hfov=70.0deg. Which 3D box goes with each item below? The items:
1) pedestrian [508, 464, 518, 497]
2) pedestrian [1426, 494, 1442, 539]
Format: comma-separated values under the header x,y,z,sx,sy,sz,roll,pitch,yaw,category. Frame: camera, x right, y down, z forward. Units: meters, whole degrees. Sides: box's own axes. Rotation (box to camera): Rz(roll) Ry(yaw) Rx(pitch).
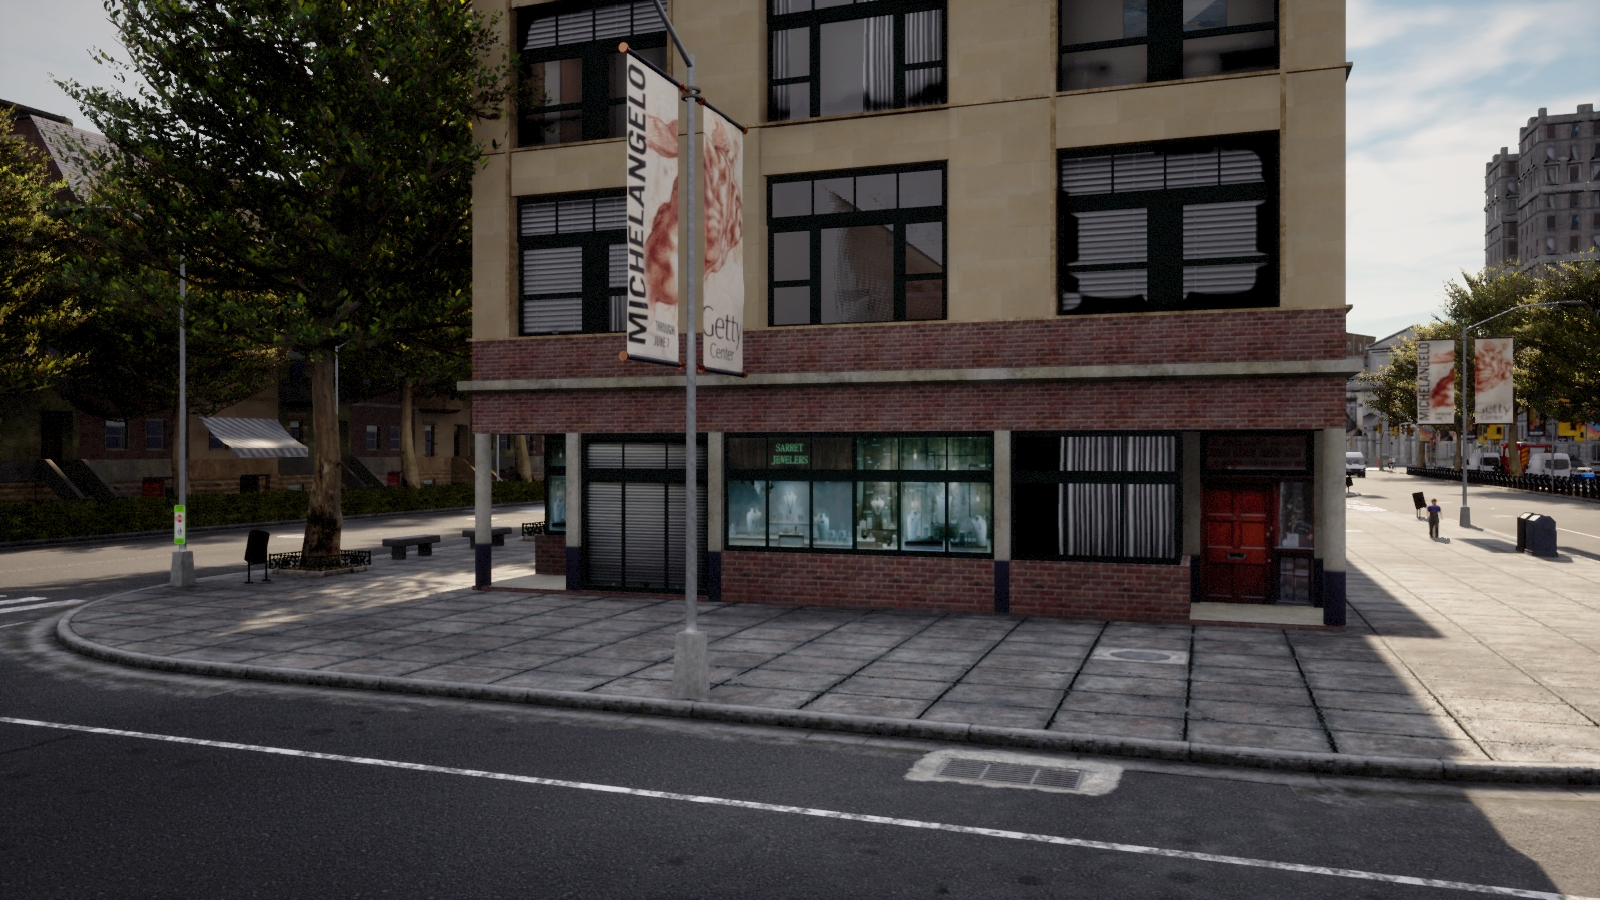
x,y,z,sx,sy,sz,roll,pitch,yaw,category
-16.233,1.709,64.645,0.375,1.860,0.375,0,0,17,pedestrian
18.901,1.974,34.057,0.375,1.300,0.375,0,0,25,pedestrian
